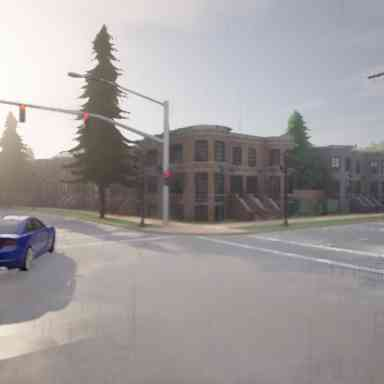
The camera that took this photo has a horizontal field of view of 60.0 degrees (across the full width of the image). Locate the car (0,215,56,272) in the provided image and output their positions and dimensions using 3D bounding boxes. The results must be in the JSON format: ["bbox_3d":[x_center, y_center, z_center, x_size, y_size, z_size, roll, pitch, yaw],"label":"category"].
[{"bbox_3d":[-5.774,1.484,10.691,1.882,1.535,5.008,1,0,-10],"label":"car"}]
